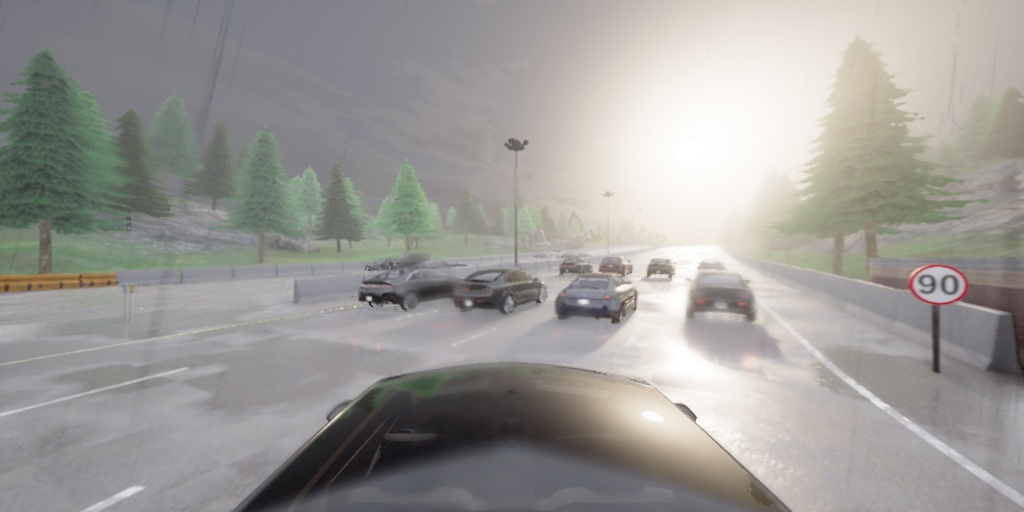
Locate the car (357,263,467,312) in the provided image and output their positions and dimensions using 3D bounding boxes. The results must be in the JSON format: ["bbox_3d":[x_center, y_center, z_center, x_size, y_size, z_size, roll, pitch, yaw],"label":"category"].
[{"bbox_3d":[-3.730,1.204,14.258,2.128,1.511,4.902,0,1,27],"label":"car"}]

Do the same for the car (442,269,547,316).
[{"bbox_3d":[-0.258,1.205,13.408,1.837,1.490,4.892,0,1,27],"label":"car"}]

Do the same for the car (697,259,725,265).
[{"bbox_3d":[15.631,0.943,28.222,1.994,1.385,4.181,0,1,28],"label":"car"}]

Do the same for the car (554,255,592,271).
[{"bbox_3d":[5.727,0.926,31.984,1.837,1.490,4.892,0,1,28],"label":"car"}]

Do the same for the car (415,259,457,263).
[{"bbox_3d":[-6.167,1.129,32.488,1.895,1.301,4.718,0,1,28],"label":"car"}]

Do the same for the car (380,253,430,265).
[{"bbox_3d":[-10.905,0.707,38.436,2.150,2.045,5.566,0,1,28],"label":"car"}]

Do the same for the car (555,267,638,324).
[{"bbox_3d":[2.958,1.255,12.011,1.994,1.385,4.181,0,1,27],"label":"car"}]

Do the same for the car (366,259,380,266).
[{"bbox_3d":[-14.060,0.998,39.954,1.837,1.490,4.892,0,1,28],"label":"car"}]

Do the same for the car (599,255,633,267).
[{"bbox_3d":[8.872,0.765,30.443,2.097,1.767,4.553,0,1,28],"label":"car"}]

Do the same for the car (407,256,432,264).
[{"bbox_3d":[-8.011,1.013,36.427,1.812,1.442,4.674,0,1,28],"label":"car"}]

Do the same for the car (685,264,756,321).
[{"bbox_3d":[6.928,1.190,12.080,1.812,1.442,4.674,0,1,28],"label":"car"}]

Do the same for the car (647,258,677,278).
[{"bbox_3d":[12.165,0.905,29.172,1.837,1.490,4.892,0,1,28],"label":"car"}]
